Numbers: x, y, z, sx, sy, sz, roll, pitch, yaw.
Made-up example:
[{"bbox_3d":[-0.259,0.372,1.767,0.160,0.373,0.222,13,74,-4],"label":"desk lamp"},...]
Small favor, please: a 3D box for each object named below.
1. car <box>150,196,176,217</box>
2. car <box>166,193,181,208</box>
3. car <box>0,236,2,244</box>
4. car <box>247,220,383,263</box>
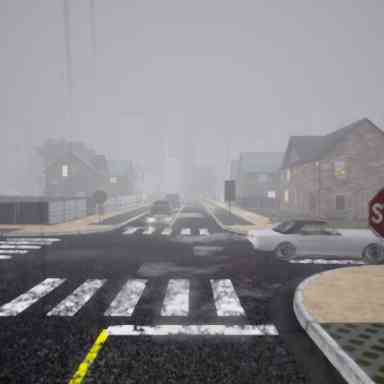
[{"bbox_3d":[-2.862,1.464,31.751,1.882,1.535,5.008,0,0,0],"label":"car"},{"bbox_3d":[-2.856,1.204,48.765,2.150,2.045,5.566,0,1,1],"label":"car"},{"bbox_3d":[-9.409,1.384,11.773,4.902,1.511,2.128,1,0,0],"label":"car"},{"bbox_3d":[4.420,1.662,11.716,4.718,1.301,1.895,1,0,0],"label":"car"}]
